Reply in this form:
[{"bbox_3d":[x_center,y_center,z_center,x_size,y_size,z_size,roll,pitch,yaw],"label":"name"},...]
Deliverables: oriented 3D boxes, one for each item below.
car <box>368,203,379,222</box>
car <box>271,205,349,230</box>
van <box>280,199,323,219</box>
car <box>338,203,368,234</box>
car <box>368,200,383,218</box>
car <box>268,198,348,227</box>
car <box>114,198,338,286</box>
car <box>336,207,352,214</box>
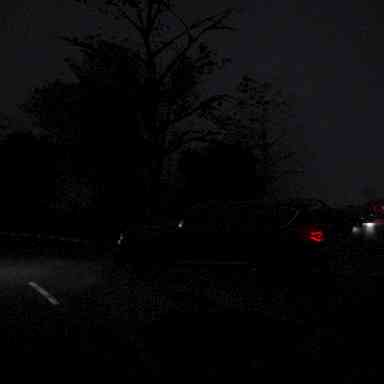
[{"bbox_3d":[15.658,1.998,31.518,2.033,1.411,5.357,0,-2,16],"label":"car"},{"bbox_3d":[8.025,1.692,23.034,4.892,1.521,2.231,0,-1,16],"label":"car"},{"bbox_3d":[11.913,1.822,36.448,4.442,1.987,1.878,0,-2,16],"label":"van"},{"bbox_3d":[7.334,1.392,20.460,5.566,2.045,2.435,0,-1,16],"label":"car"},{"bbox_3d":[20.787,1.886,37.246,2.150,2.045,5.566,0,-2,16],"label":"car"},{"bbox_3d":[8.794,1.493,25.723,5.566,2.045,2.435,0,-1,16],"label":"car"},{"bbox_3d":[0.718,1.238,9.170,5.566,2.045,2.150,0,1,7],"label":"car"},{"bbox_3d":[26.651,3.220,58.311,1.895,1.301,4.718,0,-3,16],"label":"car"}]
